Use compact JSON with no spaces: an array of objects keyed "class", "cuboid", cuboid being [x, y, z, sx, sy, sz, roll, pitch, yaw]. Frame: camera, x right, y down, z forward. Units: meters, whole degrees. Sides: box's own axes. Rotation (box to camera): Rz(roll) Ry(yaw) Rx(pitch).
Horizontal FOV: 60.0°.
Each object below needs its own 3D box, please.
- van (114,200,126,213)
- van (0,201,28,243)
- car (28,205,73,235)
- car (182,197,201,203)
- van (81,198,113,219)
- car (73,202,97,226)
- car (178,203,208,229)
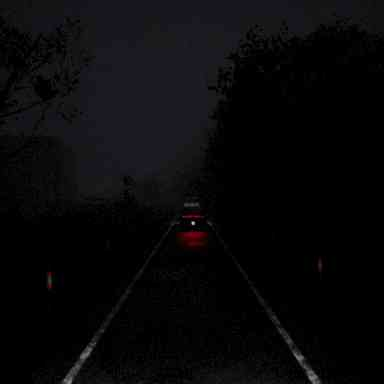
[{"class":"van","cuboid":[-9.296,1.671,41.554,1.878,1.987,4.442,0,-2,-2]},{"class":"van","cuboid":[-9.086,1.366,13.896,1.878,1.987,4.442,0,0,2]},{"class":"car","cuboid":[-9.093,1.637,19.579,2.231,1.521,4.892,0,-2,-2]},{"class":"car","cuboid":[-0.053,1.677,40.718,2.150,2.045,5.566,0,-1,-2]},{"class":"van","cuboid":[-9.121,1.555,31.604,1.878,1.987,4.442,0,-2,-3]},{"class":"car","cuboid":[-9.104,1.733,25.089,2.163,1.488,4.792,0,-2,-2]},{"class":"car","cuboid":[0.076,1.772,23.925,1.837,1.490,4.892,0,0,0]}]
